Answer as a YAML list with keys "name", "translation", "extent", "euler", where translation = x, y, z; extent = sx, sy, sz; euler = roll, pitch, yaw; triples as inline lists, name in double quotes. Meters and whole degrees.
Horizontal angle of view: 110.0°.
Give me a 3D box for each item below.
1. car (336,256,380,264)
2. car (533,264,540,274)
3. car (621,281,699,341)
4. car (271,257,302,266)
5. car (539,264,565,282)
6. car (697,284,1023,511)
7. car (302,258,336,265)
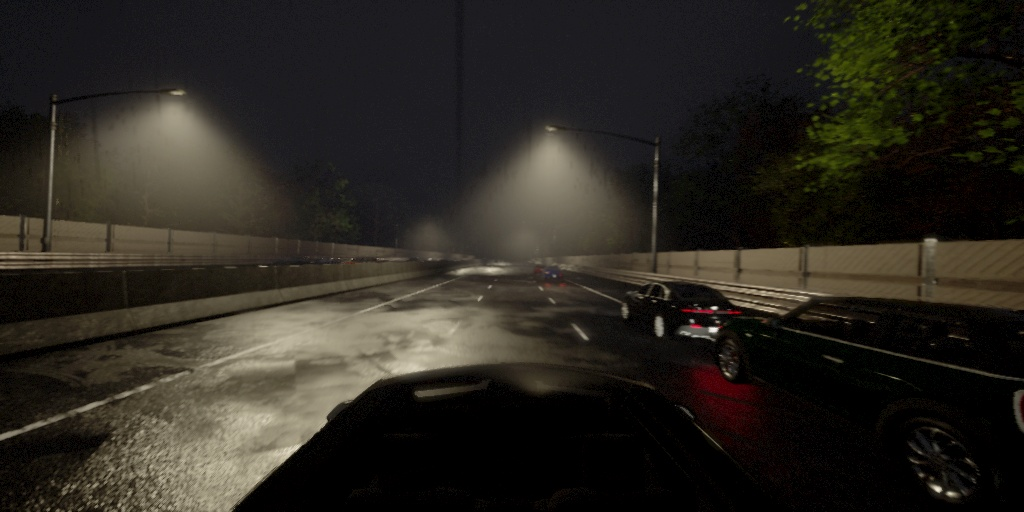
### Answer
- name: "car"
  translation: [-13.716, 0.829, 32.890]
  extent: [2.097, 1.767, 4.553]
  euler: [2, 0, 1]
- name: "car"
  translation: [3.997, 1.810, 50.197]
  extent: [1.994, 1.385, 4.181]
  euler: [2, 0, 1]
- name: "car"
  translation: [4.734, 1.489, 10.702]
  extent: [1.837, 1.490, 4.892]
  euler: [2, 0, 0]
- name: "car"
  translation: [-20.713, 0.797, 33.904]
  extent: [1.994, 1.385, 4.181]
  euler: [2, 0, 1]
- name: "car"
  translation: [3.896, 1.652, 34.644]
  extent: [1.812, 1.442, 4.674]
  euler: [2, 0, 1]
- name: "car"
  translation: [4.698, 1.291, 4.672]
  extent: [2.097, 1.767, 4.553]
  euler: [2, 0, 0]
- name: "car"
  translation: [-17.213, 0.921, 33.632]
  extent: [1.994, 1.385, 4.181]
  euler: [2, 0, 1]
